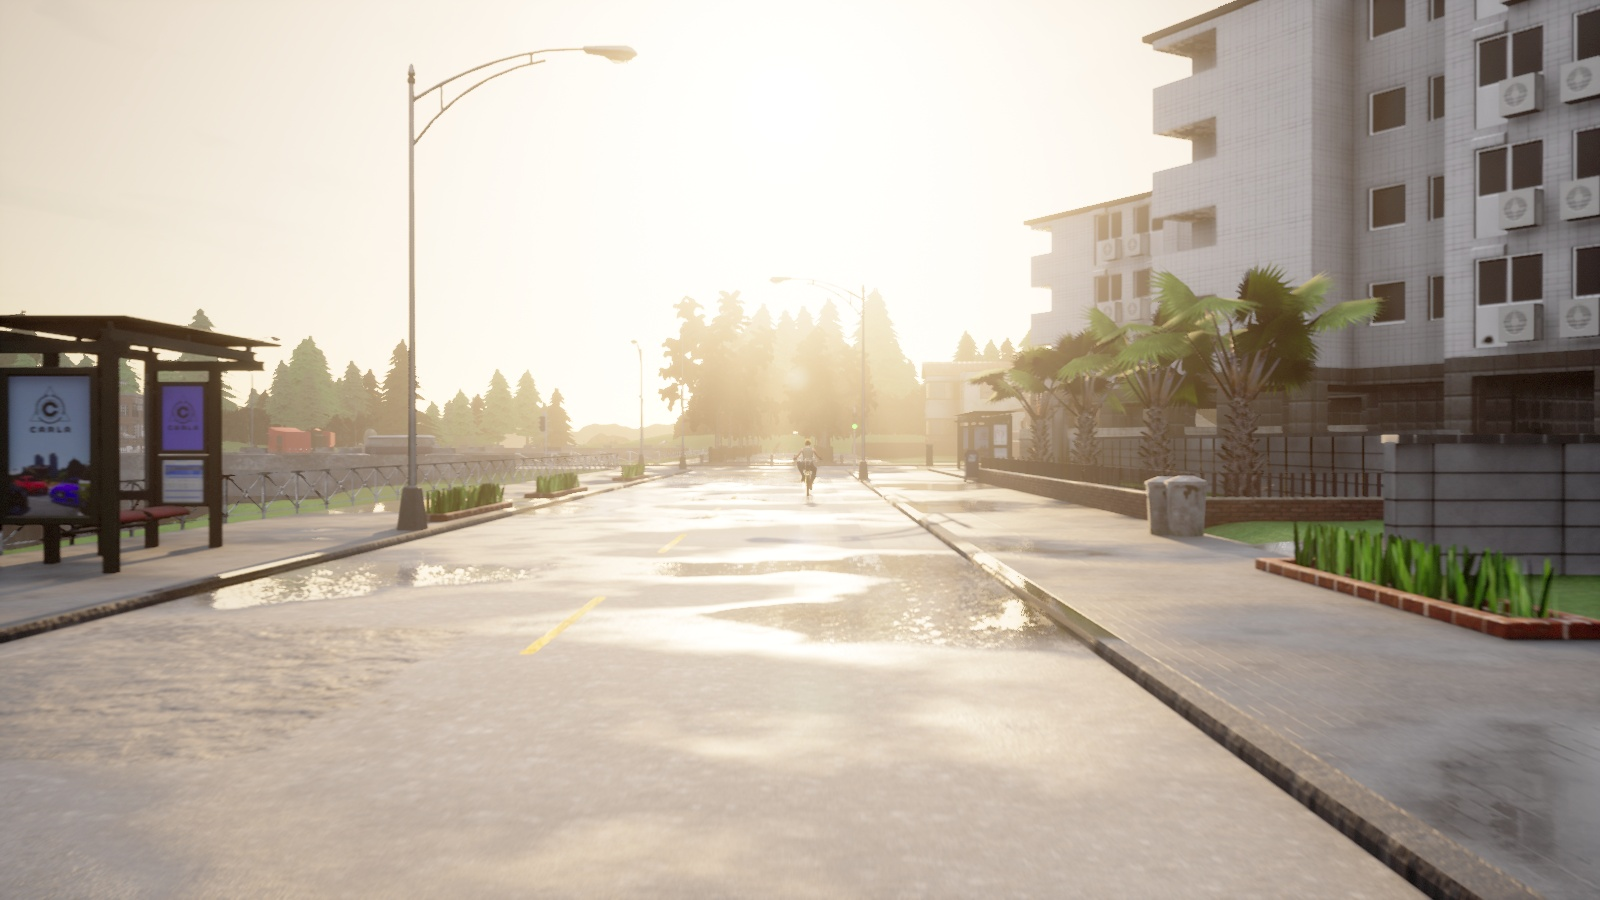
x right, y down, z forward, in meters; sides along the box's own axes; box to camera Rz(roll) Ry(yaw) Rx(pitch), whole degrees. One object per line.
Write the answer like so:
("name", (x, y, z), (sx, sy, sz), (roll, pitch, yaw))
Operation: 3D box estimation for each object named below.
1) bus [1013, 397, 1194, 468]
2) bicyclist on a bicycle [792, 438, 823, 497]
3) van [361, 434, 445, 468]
("bus", (18.685, -1.054, 77.833), (10.273, 4.253, 3.944), (0, 0, 0))
("bicyclist on a bicycle", (0.220, 0.482, 35.659), (0.866, 1.612, 1.509), (0, 0, 0))
("van", (-23.467, 0.062, 74.290), (4.442, 1.987, 1.775), (0, 0, 0))
